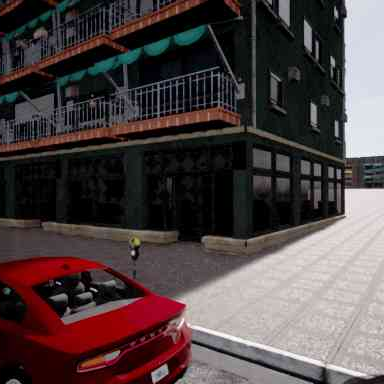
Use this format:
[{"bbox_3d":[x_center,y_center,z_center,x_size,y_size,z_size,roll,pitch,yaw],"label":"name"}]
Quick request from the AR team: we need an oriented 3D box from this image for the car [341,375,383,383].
[{"bbox_3d":[2.474,1.565,1.106,4.313,1.339,1.947,0,0,36],"label":"car"}]

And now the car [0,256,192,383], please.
[{"bbox_3d":[-2.108,1.546,4.389,4.507,1.381,1.887,0,0,36],"label":"car"}]
